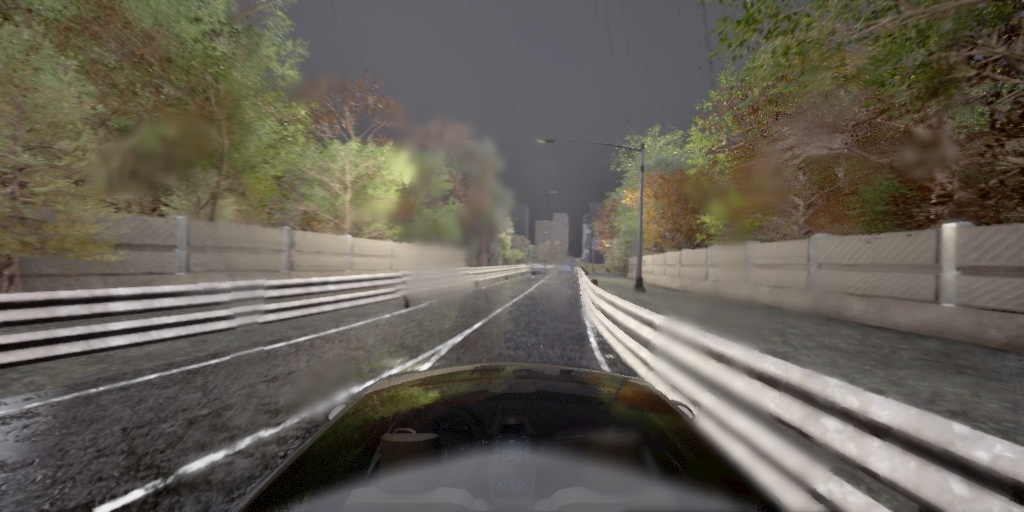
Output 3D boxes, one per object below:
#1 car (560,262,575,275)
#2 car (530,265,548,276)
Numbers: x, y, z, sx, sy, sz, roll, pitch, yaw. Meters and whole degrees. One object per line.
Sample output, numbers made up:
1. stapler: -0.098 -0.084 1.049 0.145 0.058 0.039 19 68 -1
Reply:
1. car: 7.836 2.025 51.636 2.033 1.411 5.357 2 -1 10
2. car: 3.571 1.822 46.502 2.033 1.411 5.357 2 -1 10
